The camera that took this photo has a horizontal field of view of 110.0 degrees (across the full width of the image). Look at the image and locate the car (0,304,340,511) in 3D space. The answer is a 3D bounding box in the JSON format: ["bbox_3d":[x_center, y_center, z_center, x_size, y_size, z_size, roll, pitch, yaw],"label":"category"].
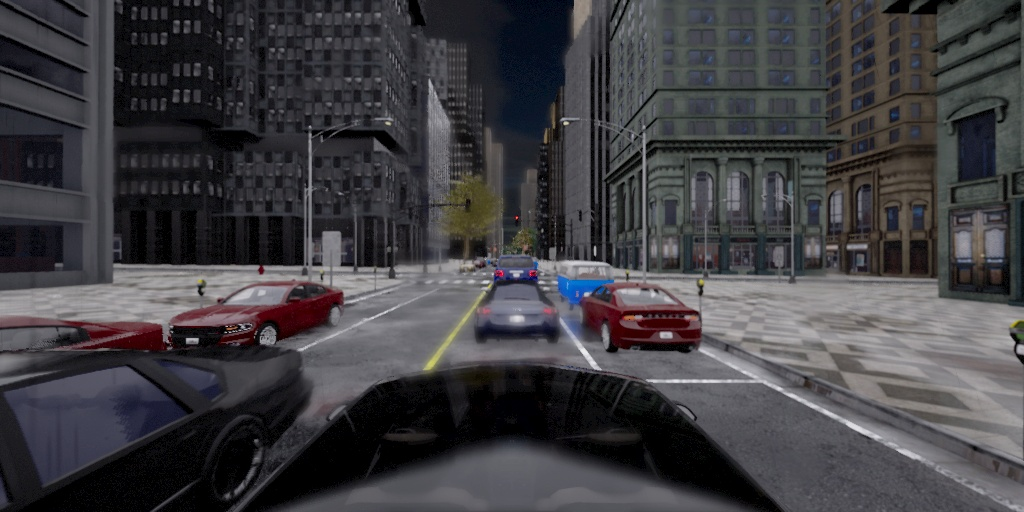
[{"bbox_3d":[-3.085,1.298,1.560,2.033,1.411,5.357,0,0,0],"label":"car"}]

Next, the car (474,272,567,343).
[{"bbox_3d":[0.110,1.314,9.653,1.994,1.385,4.181,0,0,0],"label":"car"}]

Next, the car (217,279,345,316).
[{"bbox_3d":[-5.772,1.295,8.721,1.888,1.381,4.507,0,0,0],"label":"car"}]

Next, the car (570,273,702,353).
[{"bbox_3d":[2.784,1.295,8.694,1.888,1.381,4.507,0,0,0],"label":"car"}]

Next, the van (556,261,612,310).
[{"bbox_3d":[2.790,1.092,14.219,1.690,1.789,3.998,0,0,0],"label":"van"}]

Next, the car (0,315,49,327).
[{"bbox_3d":[-5.776,1.295,3.196,1.888,1.381,4.507,0,0,0],"label":"car"}]

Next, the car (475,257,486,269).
[{"bbox_3d":[-5.702,1.320,57.394,1.888,1.381,4.507,0,0,0],"label":"car"}]

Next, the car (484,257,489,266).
[{"bbox_3d":[-5.697,1.095,62.683,2.192,1.841,5.009,0,0,0],"label":"car"}]

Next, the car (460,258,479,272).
[{"bbox_3d":[-5.720,1.292,46.644,1.751,1.417,4.829,0,0,0],"label":"car"}]

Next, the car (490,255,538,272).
[{"bbox_3d":[0.139,0.974,19.066,2.150,2.045,5.566,0,0,-1],"label":"car"}]
